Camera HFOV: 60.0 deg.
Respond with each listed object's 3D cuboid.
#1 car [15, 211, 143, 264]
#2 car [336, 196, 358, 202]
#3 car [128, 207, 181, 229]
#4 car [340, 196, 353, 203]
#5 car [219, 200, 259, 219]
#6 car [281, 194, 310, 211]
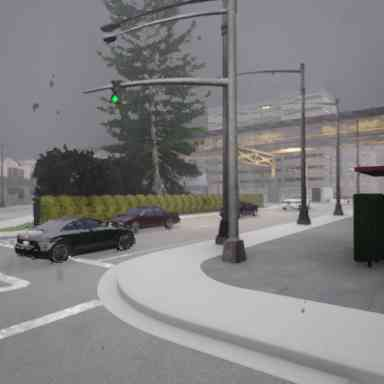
[{"bbox_3d":[-4.082,1.582,12.160,1.994,1.385,4.181,-1,0,36],"label":"car"},{"bbox_3d":[31.774,1.364,68.122,4.536,1.218,1.853,0,0,-29],"label":"car"},{"bbox_3d":[-2.878,1.598,20.147,2.033,1.411,5.357,-1,0,36],"label":"car"},{"bbox_3d":[31.730,1.522,68.095,4.974,1.542,2.038,0,0,-29],"label":"car"},{"bbox_3d":[4.282,1.532,30.038,1.882,1.535,5.008,-1,0,36],"label":"car"},{"bbox_3d":[13.233,1.284,42.293,2.150,2.045,5.566,-1,-1,36],"label":"car"}]
